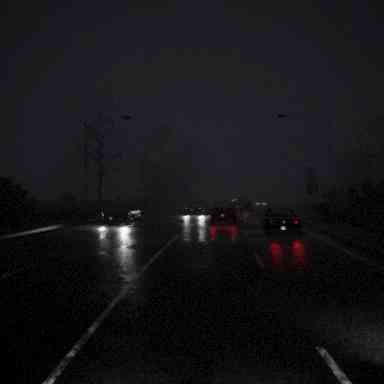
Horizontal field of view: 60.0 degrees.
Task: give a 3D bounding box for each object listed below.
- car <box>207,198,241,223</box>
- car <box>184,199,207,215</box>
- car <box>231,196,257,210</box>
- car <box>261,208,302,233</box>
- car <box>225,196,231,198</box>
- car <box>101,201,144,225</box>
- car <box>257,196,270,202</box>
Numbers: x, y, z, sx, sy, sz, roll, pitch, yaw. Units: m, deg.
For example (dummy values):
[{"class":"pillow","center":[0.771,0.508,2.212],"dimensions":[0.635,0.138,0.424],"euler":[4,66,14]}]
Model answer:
[{"class":"car","center":[2.563,1.470,25.604],"dimensions":[1.882,1.535,5.008],"euler":[0,0,10]},{"class":"car","center":[0.566,1.485,34.050],"dimensions":[1.837,1.490,4.892],"euler":[0,0,14]},{"class":"car","center":[6.625,1.485,42.287],"dimensions":[2.128,1.511,4.902],"euler":[0,0,16]},{"class":"car","center":[5.119,1.603,19.680],"dimensions":[1.895,1.301,4.718],"euler":[0,0,8]},{"class":"car","center":[7.150,1.518,63.744],"dimensions":[2.033,1.411,5.357],"euler":[0,0,25]},{"class":"car","center":[-4.958,1.478,24.290],"dimensions":[1.837,1.490,4.892],"euler":[0,0,10]},{"class":"car","center":[15.466,1.431,72.411],"dimensions":[1.895,1.301,4.718],"euler":[0,0,28]}]
